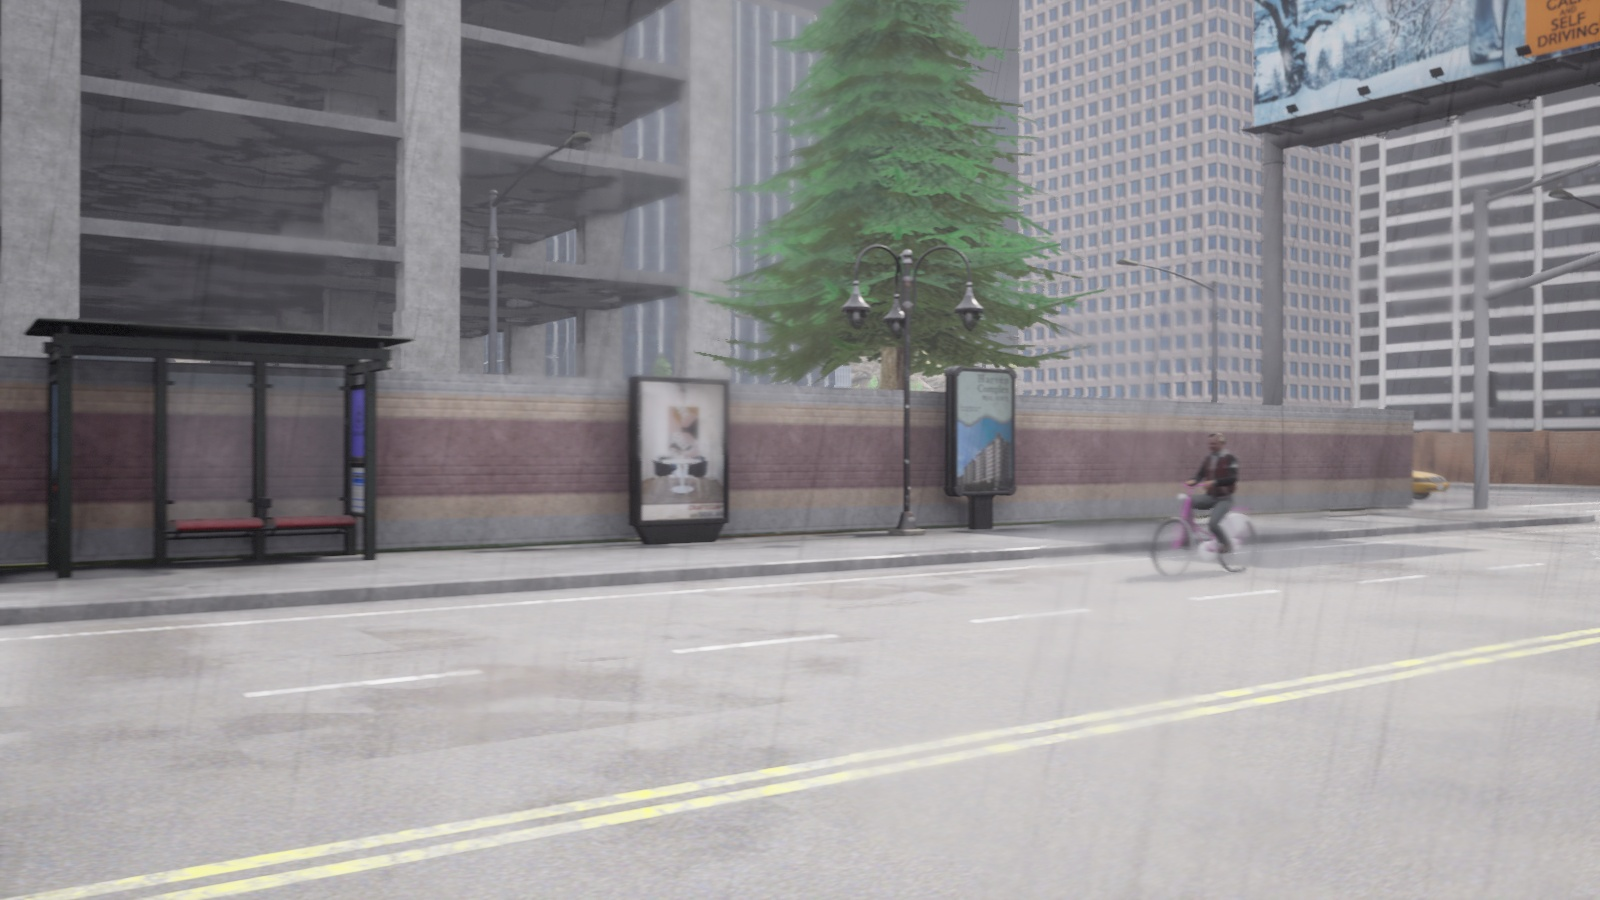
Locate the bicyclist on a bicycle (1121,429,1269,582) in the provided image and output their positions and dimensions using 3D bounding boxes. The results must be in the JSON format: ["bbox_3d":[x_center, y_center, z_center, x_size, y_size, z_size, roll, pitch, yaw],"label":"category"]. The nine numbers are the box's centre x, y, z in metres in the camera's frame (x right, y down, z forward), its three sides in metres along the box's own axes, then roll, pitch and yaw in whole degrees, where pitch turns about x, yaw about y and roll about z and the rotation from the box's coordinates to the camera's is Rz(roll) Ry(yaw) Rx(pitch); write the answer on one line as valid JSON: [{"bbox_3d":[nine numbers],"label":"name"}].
[{"bbox_3d":[4.828,0.643,15.314,1.843,1.776,0.659,0,0,-31],"label":"bicyclist on a bicycle"}]

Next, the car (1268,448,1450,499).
[{"bbox_3d":[18.495,0.747,41.810,1.801,1.575,5.366,0,0,-35],"label":"car"}]
